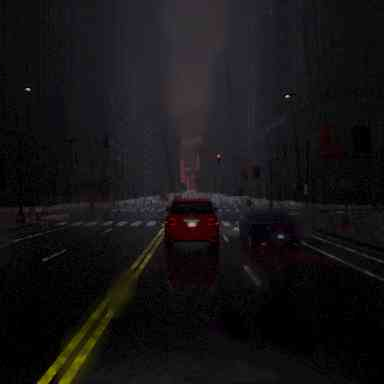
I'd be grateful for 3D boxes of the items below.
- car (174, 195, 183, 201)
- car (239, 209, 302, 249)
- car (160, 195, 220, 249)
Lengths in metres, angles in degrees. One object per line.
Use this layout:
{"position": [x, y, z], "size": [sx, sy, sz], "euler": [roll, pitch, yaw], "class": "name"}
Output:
{"position": [-3.250, 1.441, 79.284], "size": [1.837, 1.490, 4.892], "euler": [0, 0, 0], "class": "car"}
{"position": [3.250, 1.483, 14.651], "size": [1.882, 1.535, 5.008], "euler": [0, 0, 0], "class": "car"}
{"position": [0.000, 1.256, 14.681], "size": [2.150, 2.045, 5.566], "euler": [0, 0, 0], "class": "car"}
